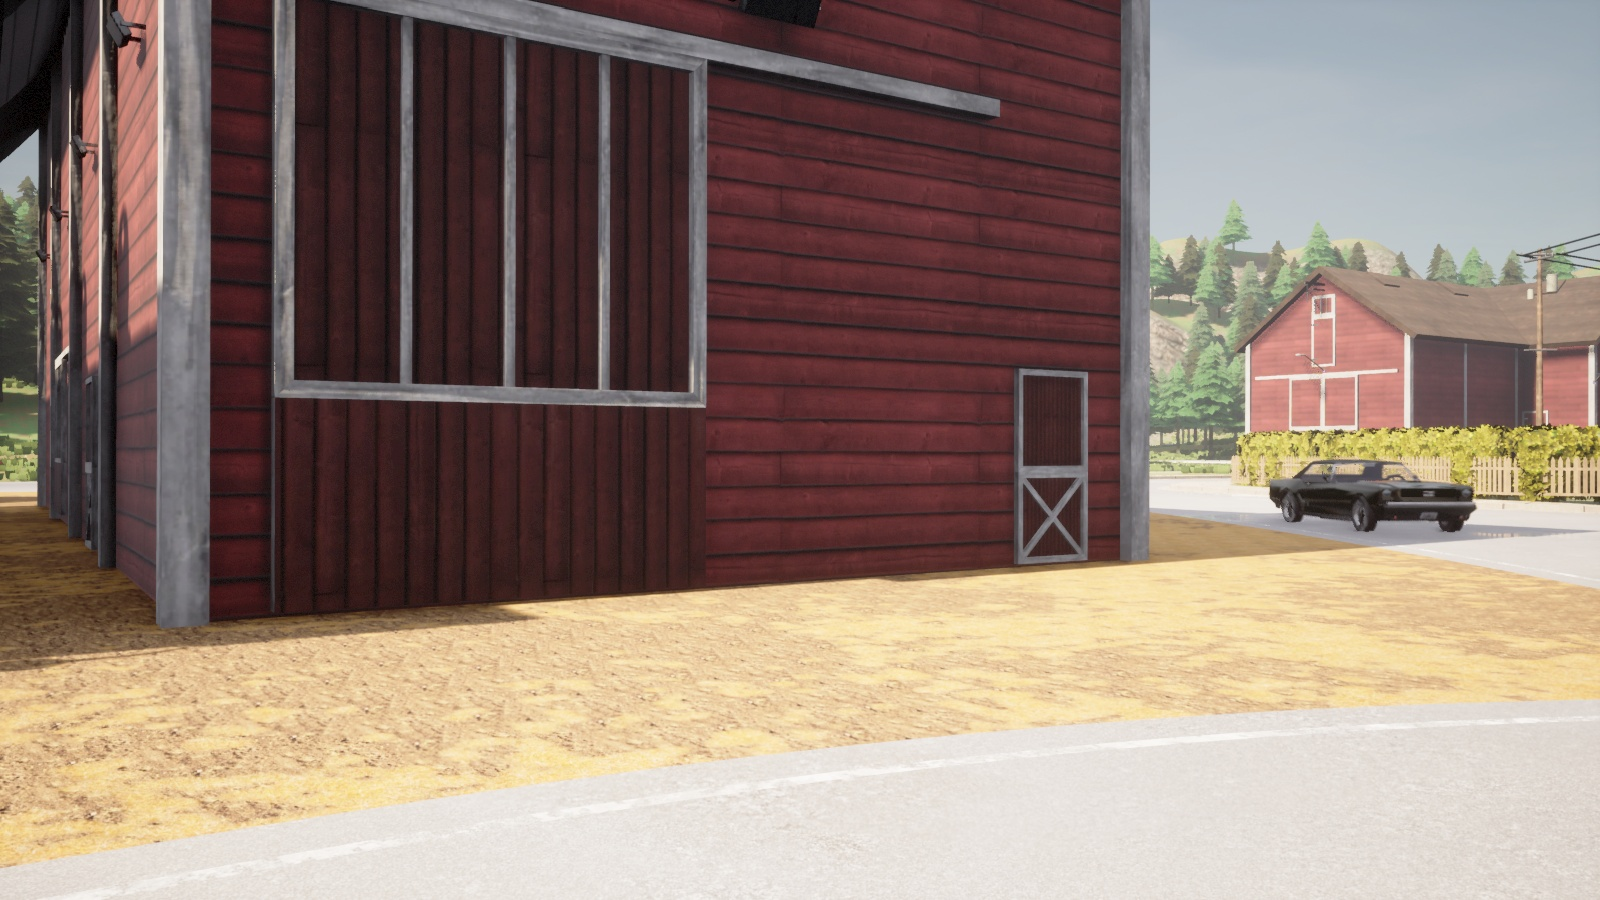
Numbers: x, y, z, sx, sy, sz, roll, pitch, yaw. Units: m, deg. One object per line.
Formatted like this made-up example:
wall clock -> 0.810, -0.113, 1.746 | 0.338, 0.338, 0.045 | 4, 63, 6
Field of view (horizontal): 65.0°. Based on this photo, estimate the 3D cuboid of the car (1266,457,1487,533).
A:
car -> 10.932, 0.795, 24.267 | 1.895, 1.301, 4.718 | 0, 0, -3
